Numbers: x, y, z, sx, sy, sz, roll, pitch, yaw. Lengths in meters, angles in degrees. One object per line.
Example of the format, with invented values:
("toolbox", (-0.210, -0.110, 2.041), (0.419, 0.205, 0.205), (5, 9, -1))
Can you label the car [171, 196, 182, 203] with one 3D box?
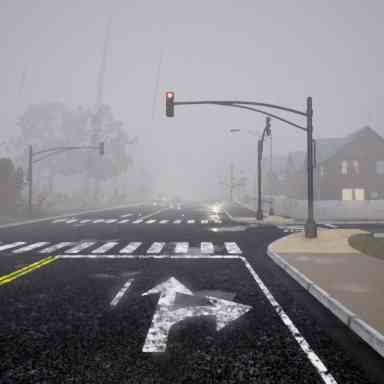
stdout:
("car", (-3.139, 1.535, 67.814), (1.812, 1.442, 4.674), (0, 0, 5))

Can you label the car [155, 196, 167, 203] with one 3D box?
("car", (-6.374, 1.497, 68.130), (1.882, 1.535, 5.008), (0, 0, 5))
